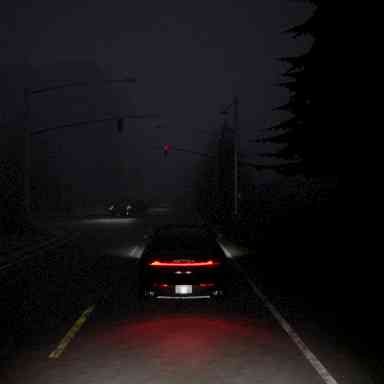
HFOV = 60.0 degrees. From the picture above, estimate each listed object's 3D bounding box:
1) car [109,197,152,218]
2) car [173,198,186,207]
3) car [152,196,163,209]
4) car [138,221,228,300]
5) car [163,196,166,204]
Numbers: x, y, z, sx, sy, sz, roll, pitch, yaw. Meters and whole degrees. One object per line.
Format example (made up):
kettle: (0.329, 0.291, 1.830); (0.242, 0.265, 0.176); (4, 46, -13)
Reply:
car: (-5.625, 1.346, 29.949); (2.097, 1.767, 4.553); (0, 0, 14)
car: (-1.876, 1.563, 50.040); (1.994, 1.385, 4.181); (0, 0, -2)
car: (-5.419, 1.477, 46.299); (1.882, 1.535, 5.008); (0, 0, -2)
car: (-0.228, 1.505, 8.416); (1.837, 1.490, 4.892); (0, 0, -2)
car: (-6.059, 1.546, 64.371); (1.812, 1.442, 4.674); (0, 0, -2)
